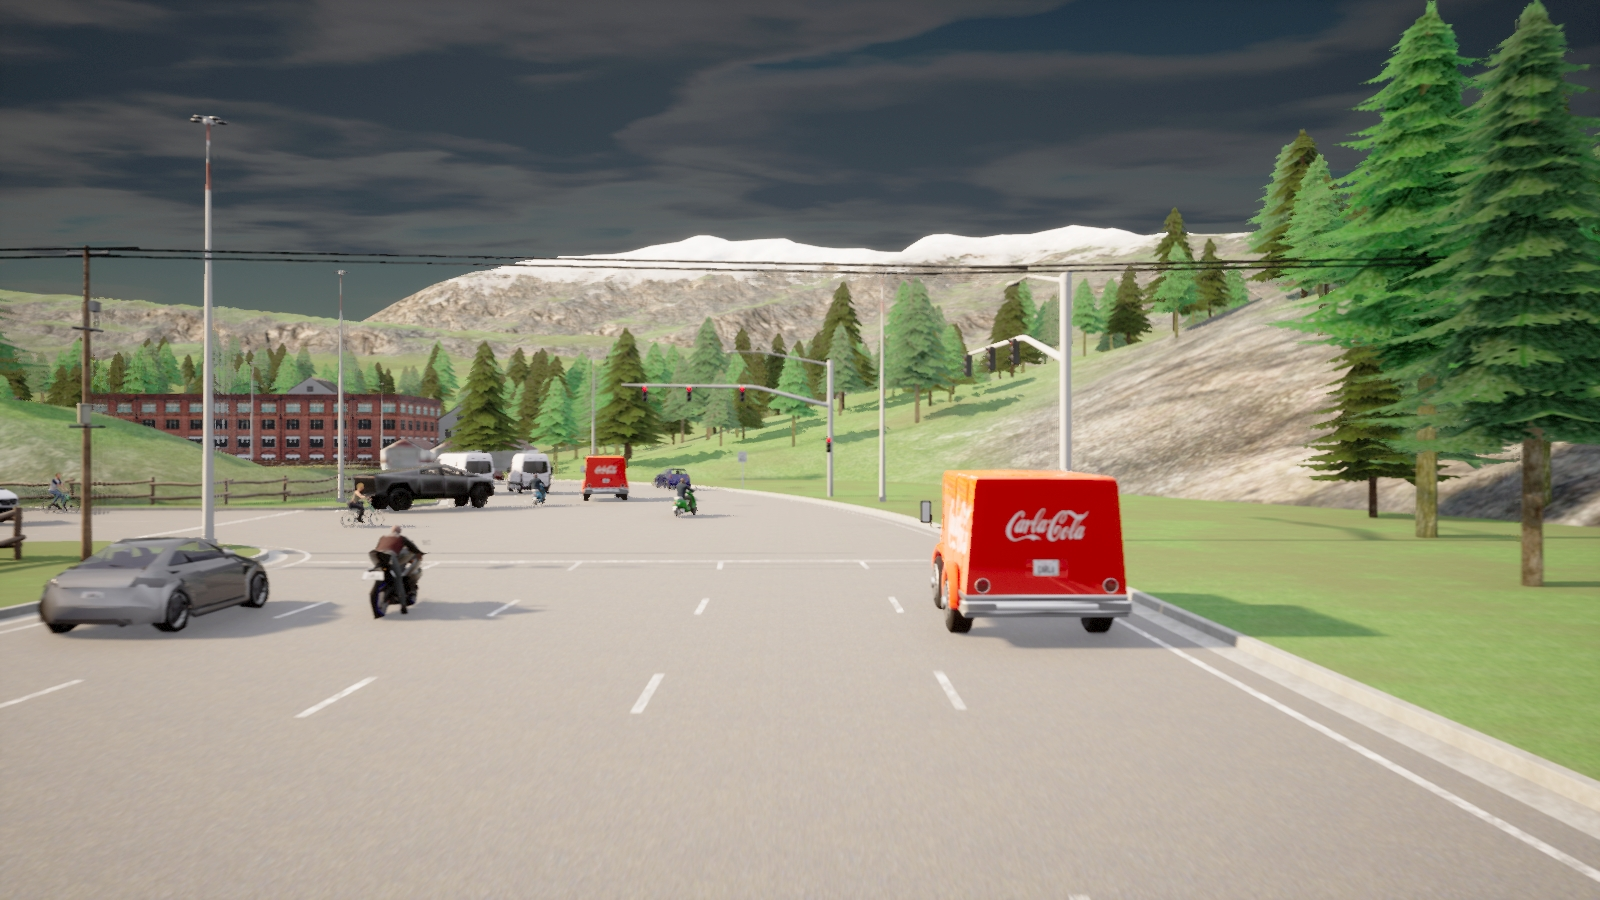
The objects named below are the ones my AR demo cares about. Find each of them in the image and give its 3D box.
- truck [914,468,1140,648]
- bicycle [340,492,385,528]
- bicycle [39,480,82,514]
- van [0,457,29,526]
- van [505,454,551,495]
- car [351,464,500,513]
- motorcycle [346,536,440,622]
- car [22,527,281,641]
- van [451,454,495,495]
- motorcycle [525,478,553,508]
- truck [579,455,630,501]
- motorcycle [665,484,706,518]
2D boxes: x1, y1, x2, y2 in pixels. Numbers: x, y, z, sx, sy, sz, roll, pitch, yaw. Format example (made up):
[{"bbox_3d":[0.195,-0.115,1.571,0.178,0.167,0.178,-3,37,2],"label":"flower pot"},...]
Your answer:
[{"bbox_3d":[3.478,1.568,18.769,2.627,2.467,5.204,0,0,-1],"label":"truck"},{"bbox_3d":[-15.818,2.158,41.325,1.487,1.276,0.859,0,-1,-24],"label":"bicycle"},{"bbox_3d":[-32.409,2.056,50.076,1.643,1.496,0.373,0,0,-1],"label":"bicycle"},{"bbox_3d":[-32.708,1.535,43.065,5.915,2.561,1.988,0,0,-1],"label":"van"},{"bbox_3d":[-17.907,1.535,75.110,1.988,2.561,5.915,0,0,-23],"label":"van"},{"bbox_3d":[-17.503,1.754,53.697,2.390,2.098,6.274,0,0,43],"label":"car"},{"bbox_3d":[-7.045,2.205,19.891,0.867,1.251,2.209,0,0,-1],"label":"motorcycle"},{"bbox_3d":[-10.524,2.119,18.961,1.994,1.385,4.181,0,0,-1],"label":"car"},{"bbox_3d":[-21.326,1.534,74.318,1.988,2.561,5.915,0,0,-24],"label":"van"},{"bbox_3d":[-13.094,2.142,57.374,0.856,1.316,1.805,-6,0,0],"label":"motorcycle"},{"bbox_3d":[-11.211,1.572,65.332,2.627,2.467,5.204,0,0,-12],"label":"truck"},{"bbox_3d":[-4.815,2.142,48.102,0.856,1.316,1.805,-3,-1,26],"label":"motorcycle"}]
